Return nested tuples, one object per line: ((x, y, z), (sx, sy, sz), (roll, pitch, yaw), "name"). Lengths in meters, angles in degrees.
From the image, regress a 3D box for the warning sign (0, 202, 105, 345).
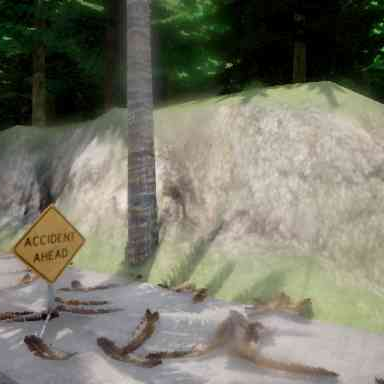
((-2.249, 1.116, 5.290), (1.060, 1.860, 1.300), (0, 0, 36), "warning sign")
